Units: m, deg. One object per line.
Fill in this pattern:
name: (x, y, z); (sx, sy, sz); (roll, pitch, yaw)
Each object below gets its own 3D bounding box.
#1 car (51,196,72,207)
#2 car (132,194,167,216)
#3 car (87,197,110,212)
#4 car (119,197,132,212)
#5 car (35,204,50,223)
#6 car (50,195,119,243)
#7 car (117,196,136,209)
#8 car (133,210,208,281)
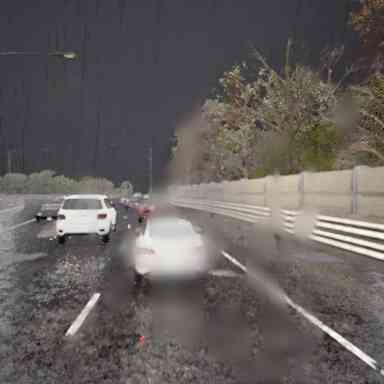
car: (-18.729, 1.303, 47.515); (2.128, 1.511, 4.902); (0, 0, -29)
car: (-3.135, 1.234, 24.981); (2.097, 1.767, 4.553); (0, 0, -13)
car: (-10.689, 1.329, 37.846); (2.128, 1.511, 4.902); (0, 0, -20)
car: (-6.523, 1.325, 36.546); (2.128, 1.511, 4.902); (0, 0, -17)
car: (-10.198, 1.503, 24.696); (1.895, 1.301, 4.718); (0, 0, -14)
car: (-4.885, 1.153, 16.012); (2.150, 2.045, 5.566); (0, 0, -9)
car: (-8.493, 1.333, 42.817); (1.812, 1.442, 4.674); (0, 0, -17)
car: (-0.674, 1.479, 9.660); (1.812, 1.442, 4.674); (0, 0, -6)
